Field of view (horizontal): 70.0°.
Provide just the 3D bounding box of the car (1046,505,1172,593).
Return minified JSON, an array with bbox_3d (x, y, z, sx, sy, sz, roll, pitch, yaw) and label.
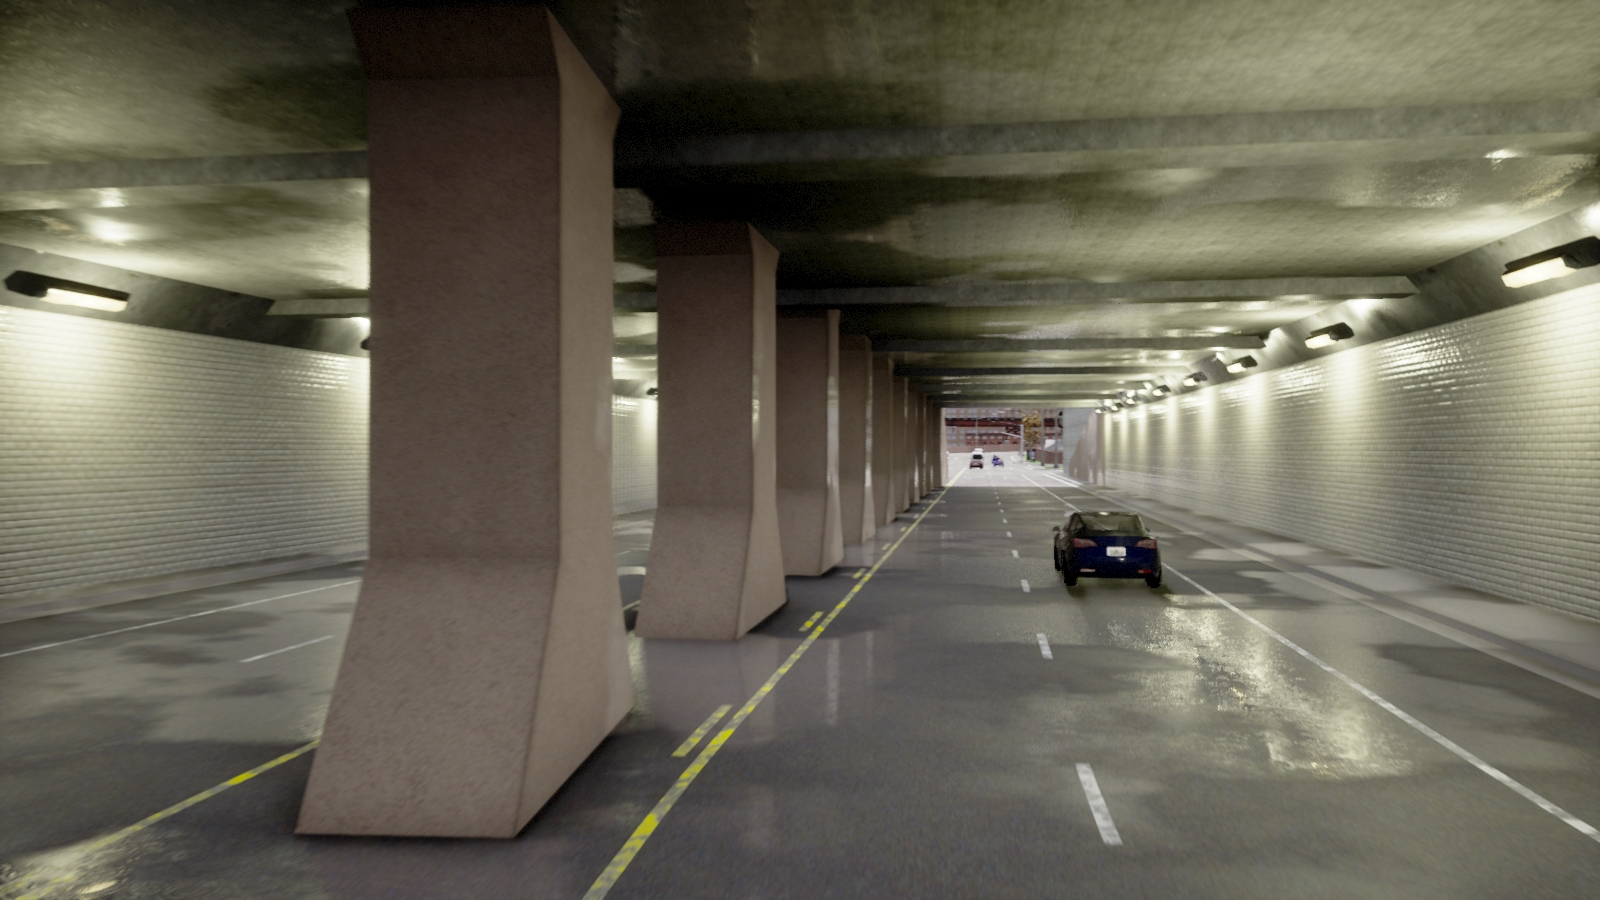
[{"bbox_3d":[6.624,2.066,25.013,2.163,1.488,4.792,0,0,9],"label":"car"}]
